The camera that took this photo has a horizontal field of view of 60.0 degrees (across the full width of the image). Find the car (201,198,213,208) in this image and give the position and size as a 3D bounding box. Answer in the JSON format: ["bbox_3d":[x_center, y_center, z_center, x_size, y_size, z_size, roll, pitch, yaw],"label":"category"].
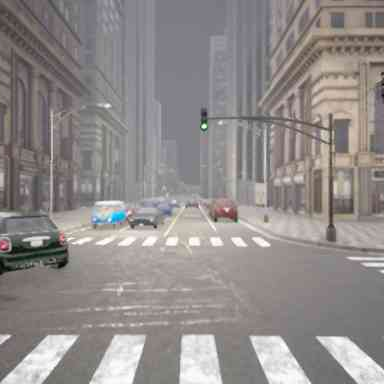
[{"bbox_3d":[2.770,1.996,61.307,1.967,1.590,4.097,0,-1,0],"label":"car"}]

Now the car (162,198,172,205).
[{"bbox_3d":[-5.754,2.154,77.625,1.967,1.590,4.097,0,-1,0],"label":"car"}]

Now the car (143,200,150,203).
[{"bbox_3d":[-5.758,1.844,34.095,1.887,1.381,4.507,0,-1,0],"label":"car"}]

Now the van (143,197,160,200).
[{"bbox_3d":[-5.757,1.743,44.980,1.690,1.788,3.998,0,-1,0],"label":"van"}]

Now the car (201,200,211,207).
[{"bbox_3d":[2.771,2.189,66.746,1.802,1.307,4.206,0,-1,0],"label":"car"}]

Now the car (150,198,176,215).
[{"bbox_3d":[-3.091,1.795,36.077,1.882,1.535,5.008,0,0,0],"label":"car"}]

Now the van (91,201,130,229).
[{"bbox_3d":[-5.759,1.541,23.216,1.690,1.788,3.998,0,-1,0],"label":"van"}]

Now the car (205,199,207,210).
[{"bbox_3d":[2.767,1.614,34.105,2.192,1.841,5.009,0,-1,0],"label":"car"}]

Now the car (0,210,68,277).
[{"bbox_3d":[-5.805,1.374,10.197,4.553,1.767,2.097,0,0,39],"label":"car"}]

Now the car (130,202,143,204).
[{"bbox_3d":[-5.759,1.689,28.656,1.967,1.590,4.097,0,-1,0],"label":"car"}]

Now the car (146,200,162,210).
[{"bbox_3d":[-5.757,1.998,50.419,1.887,1.381,4.507,0,-1,0],"label":"car"}]

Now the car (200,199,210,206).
[{"bbox_3d":[2.771,2.204,72.186,1.887,1.381,4.507,0,-1,0],"label":"car"}]

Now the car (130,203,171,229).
[{"bbox_3d":[-3.069,1.754,23.948,2.033,1.411,5.357,0,-1,4],"label":"car"}]

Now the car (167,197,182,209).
[{"bbox_3d":[-3.017,2.054,55.989,2.033,1.411,5.357,0,-1,1],"label":"car"}]

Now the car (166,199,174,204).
[{"bbox_3d":[-5.754,2.419,88.503,1.802,1.307,4.206,0,-1,0],"label":"car"}]

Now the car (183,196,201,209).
[{"bbox_3d":[0.006,1.841,54.205,2.097,1.767,4.553,0,-1,0],"label":"car"}]

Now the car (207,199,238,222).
[{"bbox_3d":[2.767,1.563,28.665,2.192,1.841,5.009,0,-1,0],"label":"car"}]

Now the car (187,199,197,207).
[{"bbox_3d":[0.007,2.061,64.237,1.882,1.535,5.008,0,-1,0],"label":"car"}]

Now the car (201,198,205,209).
[{"bbox_3d":[2.769,2.004,50.425,2.008,1.369,4.403,0,-1,0],"label":"car"}]
